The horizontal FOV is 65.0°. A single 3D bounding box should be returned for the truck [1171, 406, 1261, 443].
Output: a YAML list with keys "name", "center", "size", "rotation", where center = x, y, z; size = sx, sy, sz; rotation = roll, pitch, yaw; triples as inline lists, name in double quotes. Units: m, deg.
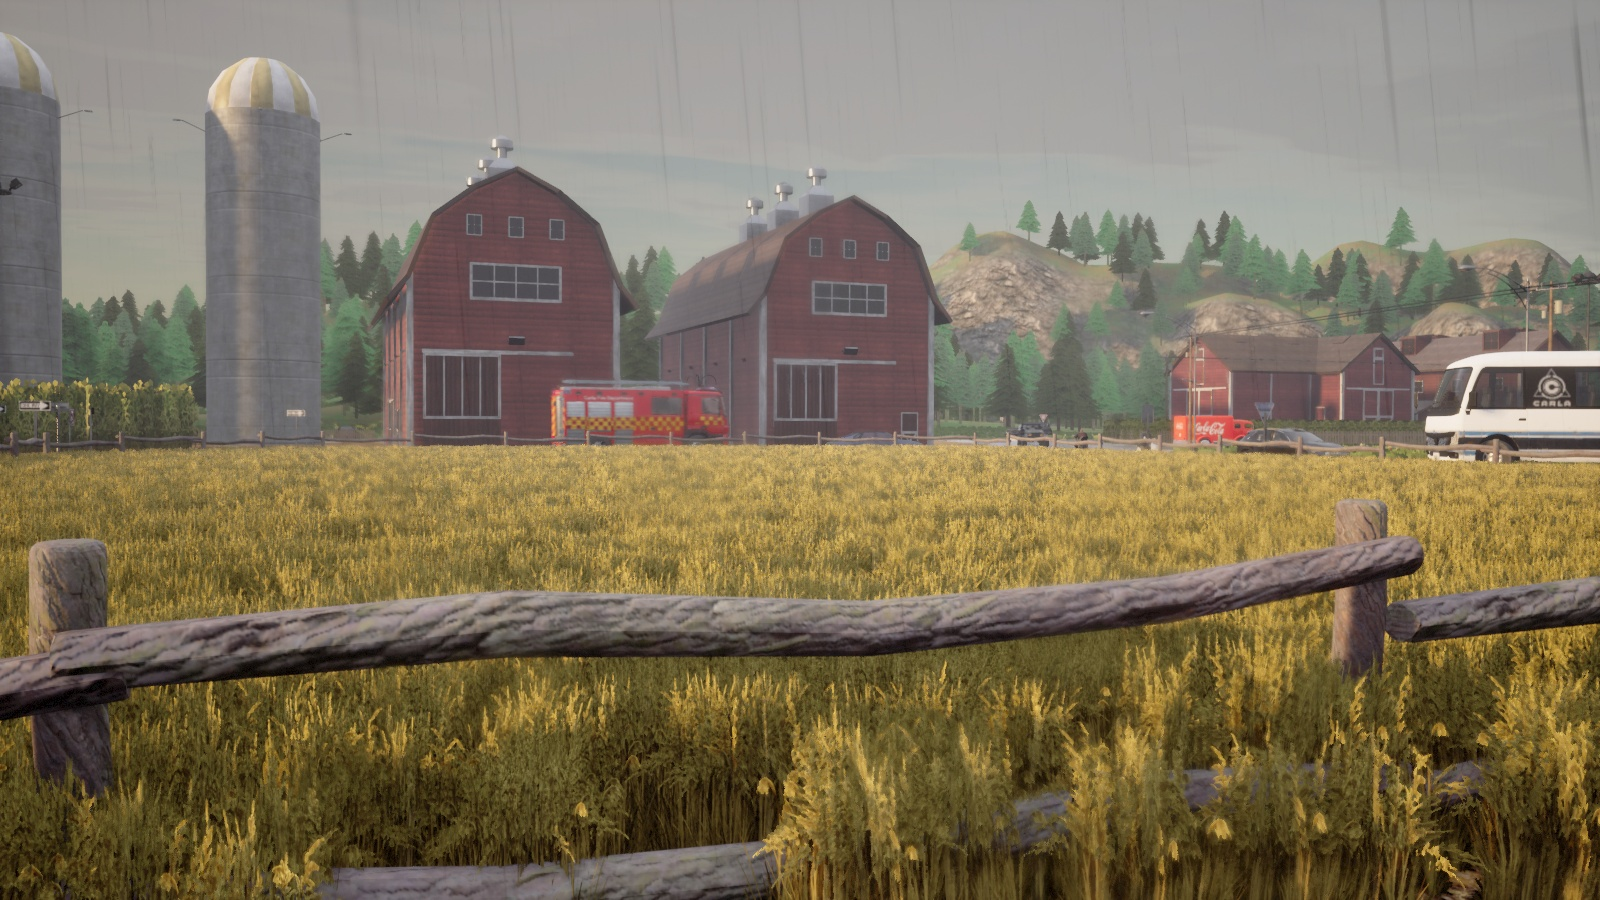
- name: "truck"
  center: [28.535, -1.752, 86.250]
  size: [5.204, 2.467, 2.627]
  rotation: [-1, 1, -4]

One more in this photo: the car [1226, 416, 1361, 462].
- name: "car"
  center: [18.755, -0.438, 47.991]
  size: [2.033, 1.649, 4.856]
  rotation: [-1, 1, -21]

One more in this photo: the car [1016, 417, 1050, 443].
- name: "car"
  center: [17.000, -1.467, 91.726]
  size: [1.905, 1.878, 3.866]
  rotation: [-1, 1, 2]

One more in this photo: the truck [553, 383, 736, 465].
- name: "truck"
  center: [-7.662, -1.333, 62.230]
  size: [8.468, 3.827, 2.891]
  rotation: [-2, 1, -24]

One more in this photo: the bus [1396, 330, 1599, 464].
- name: "bus"
  center: [26.218, -1.771, 42.418]
  size: [10.273, 4.253, 3.944]
  rotation: [-1, 1, 10]

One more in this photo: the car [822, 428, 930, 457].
- name: "car"
  center: [4.005, -0.415, 66.837]
  size: [5.357, 1.411, 2.033]
  rotation: [-1, 1, -12]
